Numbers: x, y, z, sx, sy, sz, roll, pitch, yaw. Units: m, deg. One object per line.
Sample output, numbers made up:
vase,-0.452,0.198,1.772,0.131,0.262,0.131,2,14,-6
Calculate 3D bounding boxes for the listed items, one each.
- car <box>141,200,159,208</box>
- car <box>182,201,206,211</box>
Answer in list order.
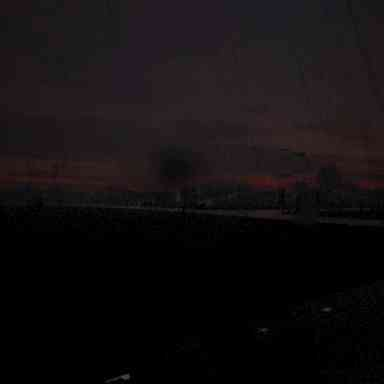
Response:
car,-8.104,2.267,63.626,1.882,1.535,5.008,0,-1,-36
car,0.336,2.121,51.863,1.812,1.442,4.674,0,-1,-35
